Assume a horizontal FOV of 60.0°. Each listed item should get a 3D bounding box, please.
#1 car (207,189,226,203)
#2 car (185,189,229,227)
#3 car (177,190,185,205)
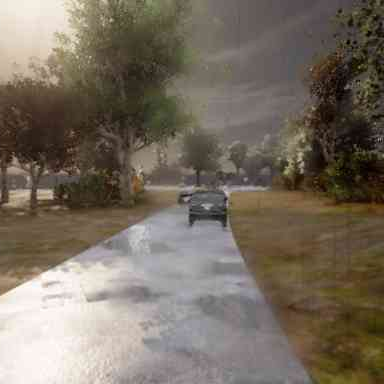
[{"bbox_3d":[2.889,0.430,38.272,1.994,1.385,4.181,0,3,6],"label":"car"},{"bbox_3d":[1.041,0.875,20.422,2.150,2.045,5.566,0,2,5],"label":"car"},{"bbox_3d":[-0.329,0.486,35.285,2.128,1.511,4.902,2,3,7],"label":"car"}]
